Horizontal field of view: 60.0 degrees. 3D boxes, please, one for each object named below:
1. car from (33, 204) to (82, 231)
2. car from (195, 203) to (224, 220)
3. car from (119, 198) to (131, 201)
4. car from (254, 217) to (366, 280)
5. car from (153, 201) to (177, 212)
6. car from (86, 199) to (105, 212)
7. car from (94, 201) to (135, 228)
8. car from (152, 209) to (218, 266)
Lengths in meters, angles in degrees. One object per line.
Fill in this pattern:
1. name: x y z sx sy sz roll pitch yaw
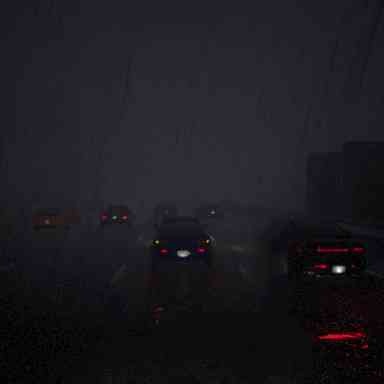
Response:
1. car: -8.299 1.507 20.887 1.882 1.535 5.008 0 0 -7
2. car: 1.332 1.578 27.949 1.994 1.385 4.181 0 0 -8
3. car: -8.200 1.519 40.768 1.882 1.535 5.008 0 0 -13
4. car: 3.196 1.505 9.952 1.837 1.490 4.892 0 0 -3
5. car: -2.419 1.500 29.393 1.882 1.535 5.008 0 0 -9
6. car: -11.633 1.525 40.096 1.882 1.535 5.008 0 0 -13
7. car: -4.908 1.570 22.236 2.033 1.411 5.357 0 0 -7
8. car: -0.398 1.533 11.484 1.812 1.442 4.674 0 0 -4
